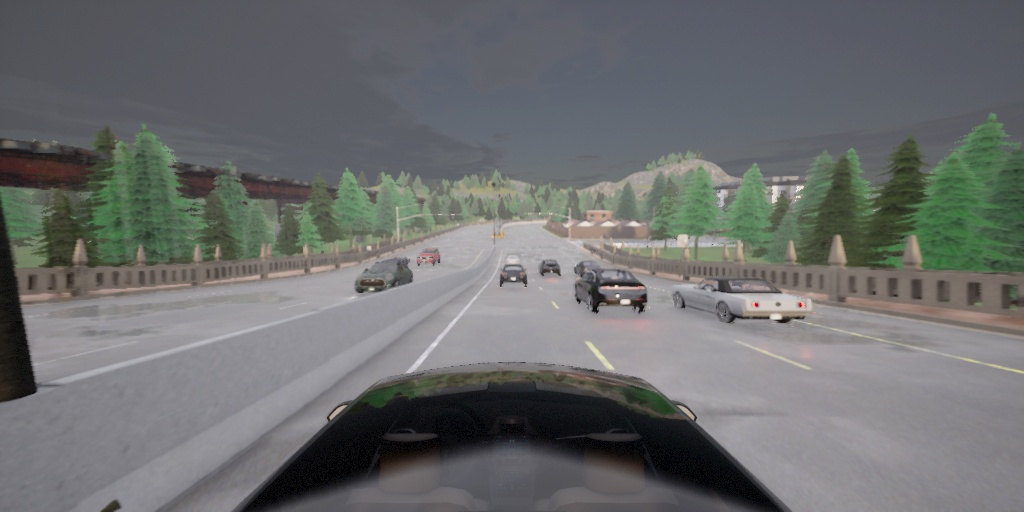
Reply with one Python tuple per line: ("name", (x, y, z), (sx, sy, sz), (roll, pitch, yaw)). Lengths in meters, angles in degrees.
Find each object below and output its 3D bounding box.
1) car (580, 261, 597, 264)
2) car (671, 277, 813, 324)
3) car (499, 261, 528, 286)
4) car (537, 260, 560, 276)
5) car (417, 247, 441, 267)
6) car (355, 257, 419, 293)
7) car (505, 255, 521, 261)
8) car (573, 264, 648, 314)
("car", (7.097, 1.164, 33.891), (2.033, 1.411, 5.357), (0, 2, 0))
("car", (7.100, 1.344, 11.856), (1.895, 1.301, 4.718), (0, 0, 0))
("car", (0.098, 1.260, 24.768), (1.812, 1.442, 4.674), (0, 0, 0))
("car", (3.597, 1.084, 35.120), (1.837, 1.490, 4.892), (0, 2, 0))
("car", (-10.506, -0.004, 45.588), (2.150, 2.045, 5.566), (0, 5, 0))
("car", (-7.098, 1.089, 20.370), (2.097, 1.767, 4.553), (0, 0, 0))
("car", (0.088, 0.585, 44.344), (1.812, 1.442, 4.674), (0, 4, 0))
("car", (3.599, 1.234, 13.803), (2.128, 1.511, 4.902), (0, 0, 0))
